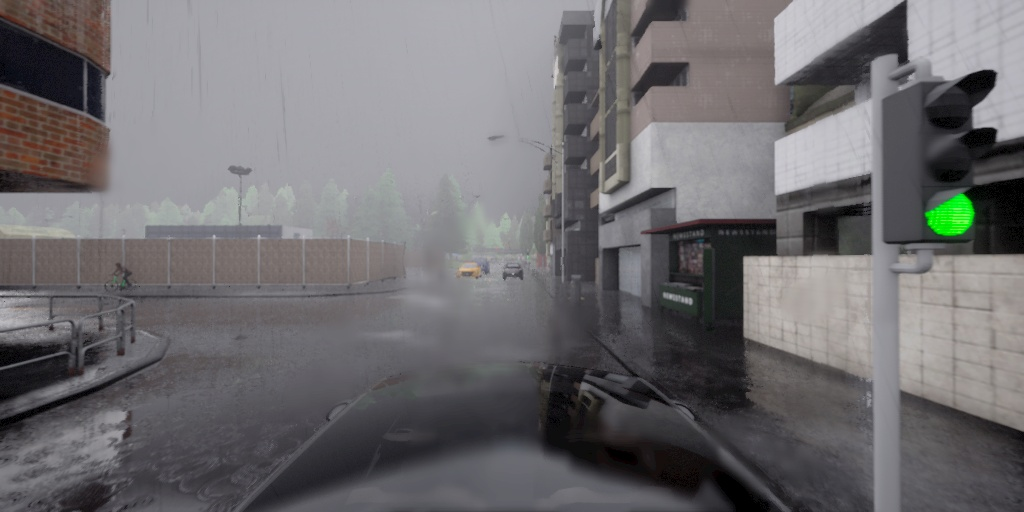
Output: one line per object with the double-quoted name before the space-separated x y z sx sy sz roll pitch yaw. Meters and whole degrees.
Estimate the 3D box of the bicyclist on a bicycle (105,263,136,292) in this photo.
"bicyclist on a bicycle" -22.190 1.215 20.353 0.582 1.620 1.656 0 0 0

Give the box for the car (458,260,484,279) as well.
"car" -4.127 1.438 35.455 1.882 1.535 5.008 0 0 0

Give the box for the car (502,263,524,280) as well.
"car" 0.082 1.448 34.933 2.128 1.511 4.902 0 0 0

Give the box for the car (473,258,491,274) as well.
"car" -4.101 1.248 46.158 2.150 2.045 5.566 0 0 0
